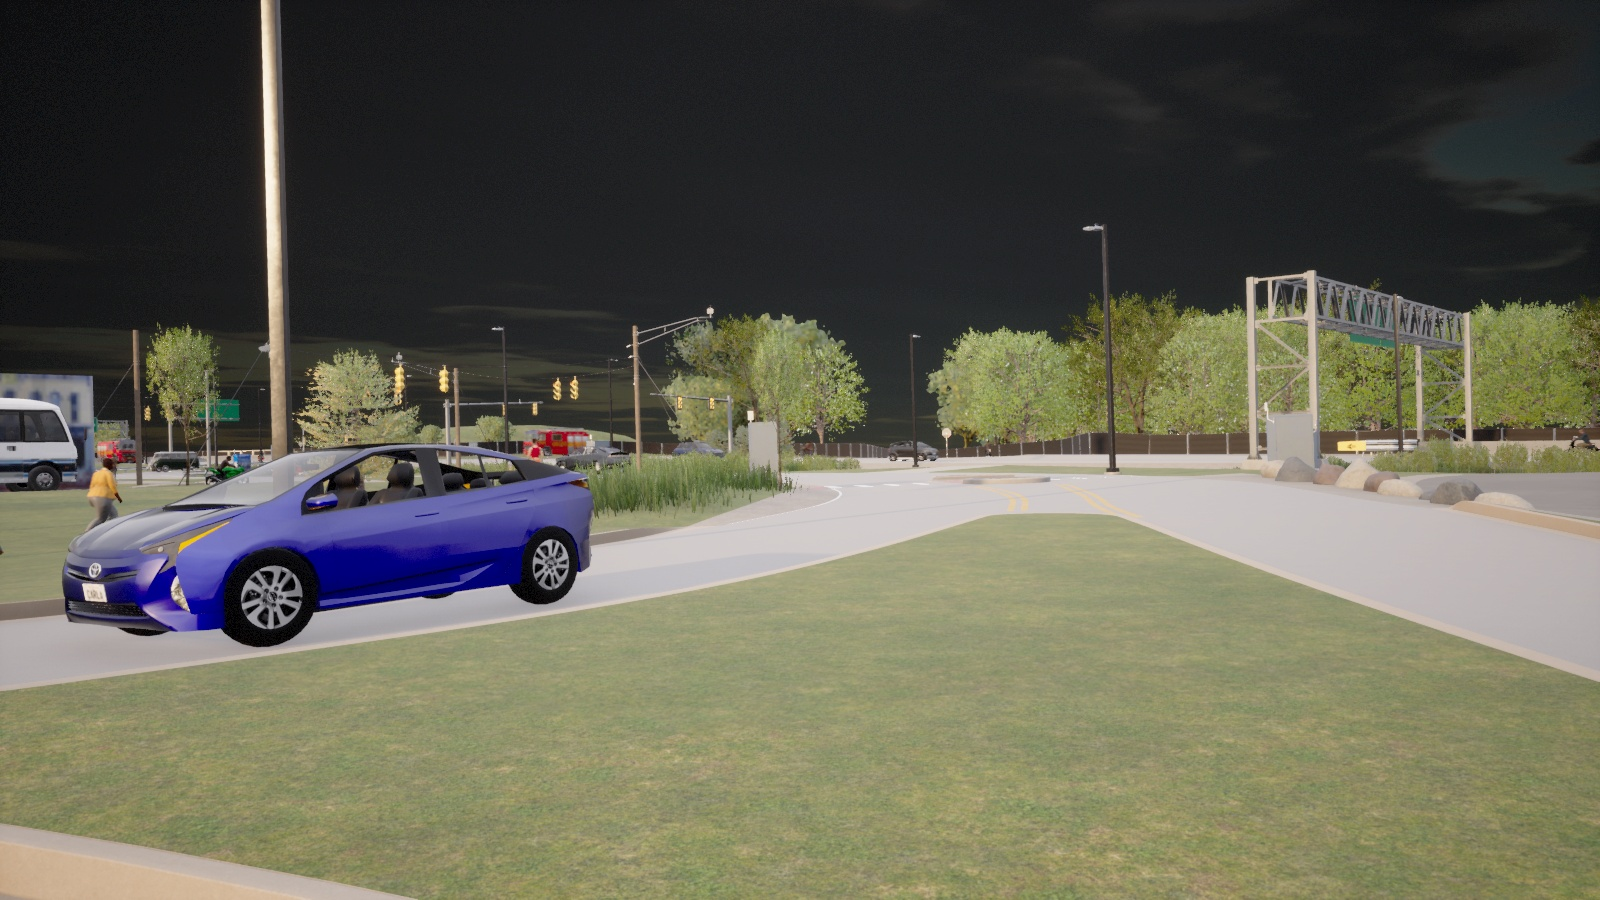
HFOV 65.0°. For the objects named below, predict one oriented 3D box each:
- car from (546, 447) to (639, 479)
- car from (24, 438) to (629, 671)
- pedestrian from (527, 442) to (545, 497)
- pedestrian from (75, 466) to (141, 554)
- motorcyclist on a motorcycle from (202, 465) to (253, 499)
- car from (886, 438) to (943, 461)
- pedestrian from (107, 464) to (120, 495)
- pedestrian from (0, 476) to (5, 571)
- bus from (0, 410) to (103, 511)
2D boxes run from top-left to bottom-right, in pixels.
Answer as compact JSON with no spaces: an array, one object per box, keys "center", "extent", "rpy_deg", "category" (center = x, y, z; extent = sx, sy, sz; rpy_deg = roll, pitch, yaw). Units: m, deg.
[{"center":[-10.966,0.716,66.254],"extent":[4.902,1.511,2.128],"rpy_deg":[-2,0,41],"category":"car"},{"center":[-3.810,0.737,10.917],"extent":[2.007,1.525,4.514],"rpy_deg":[-3,-1,35],"category":"car"},{"center":[-8.944,0.654,42.543],"extent":[0.345,1.836,0.594],"rpy_deg":[-2,-1,-30],"category":"pedestrian"},{"center":[-15.061,1.306,27.327],"extent":[0.874,1.855,0.900],"rpy_deg":[-3,-1,35],"category":"pedestrian"},{"center":[-27.931,1.544,61.274],"extent":[2.044,1.523,0.797],"rpy_deg":[-4,0,-36],"category":"motorcyclist on a motorcycle"},{"center":[8.260,-0.059,91.021],"extent":[3.705,1.549,1.789],"rpy_deg":[-2,0,41],"category":"car"},{"center":[-41.480,1.794,75.909],"extent":[0.869,1.805,0.328],"rpy_deg":[-4,-1,41],"category":"pedestrian"},{"center":[-15.741,1.428,24.167],"extent":[0.345,1.836,0.594],"rpy_deg":[-3,-1,37],"category":"pedestrian"},{"center":[-35.872,0.543,53.155],"extent":[3.944,4.253,10.273],"rpy_deg":[-4,-1,41],"category":"bus"}]
